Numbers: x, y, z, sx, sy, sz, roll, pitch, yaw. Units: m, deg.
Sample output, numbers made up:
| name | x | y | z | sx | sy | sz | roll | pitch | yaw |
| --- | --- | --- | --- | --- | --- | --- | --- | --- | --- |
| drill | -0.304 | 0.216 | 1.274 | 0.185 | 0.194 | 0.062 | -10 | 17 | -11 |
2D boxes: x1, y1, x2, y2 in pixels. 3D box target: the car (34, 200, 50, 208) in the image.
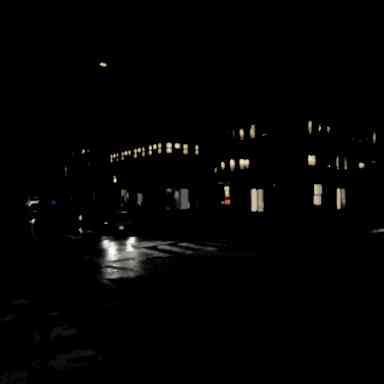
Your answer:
| name | x | y | z | sx | sy | sz | roll | pitch | yaw |
| --- | --- | --- | --- | --- | --- | --- | --- | --- | --- |
| car | -28.004 | 2.184 | 61.928 | 1.887 | 1.381 | 4.507 | -2 | 0 | -35 |

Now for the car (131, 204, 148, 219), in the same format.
| name | x | y | z | sx | sy | sz | roll | pitch | yaw |
| --- | --- | --- | --- | --- | --- | --- | --- | --- | --- |
| car | -5.556 | 1.768 | 30.348 | 2.008 | 1.369 | 4.403 | -2 | 0 | -35 |

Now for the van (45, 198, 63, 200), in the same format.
| name | x | y | z | sx | sy | sz | roll | pitch | yaw |
| --- | --- | --- | --- | --- | --- | --- | --- | --- | --- |
| van | -21.595 | 1.864 | 52.905 | 1.690 | 1.788 | 3.998 | -2 | 0 | -35 |

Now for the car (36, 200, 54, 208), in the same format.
| name | x | y | z | sx | sy | sz | roll | pitch | yaw |
| --- | --- | --- | --- | --- | --- | --- | --- | --- | --- |
| car | -16.419 | 1.939 | 35.663 | 1.812 | 1.442 | 4.674 | -1 | 0 | -35 |

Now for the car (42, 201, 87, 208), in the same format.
| name | x | y | z | sx | sy | sz | roll | pitch | yaw |
| --- | --- | --- | --- | --- | --- | --- | --- | --- | --- |
| car | -10.702 | 1.780 | 27.608 | 1.882 | 1.535 | 5.008 | -1 | 0 | -35 |

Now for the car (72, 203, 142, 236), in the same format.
| name | x | y | z | sx | sy | sz | roll | pitch | yaw |
| --- | --- | --- | --- | --- | --- | --- | --- | --- | --- |
| car | -5.202 | 1.686 | 19.871 | 2.128 | 1.511 | 4.902 | -1 | 0 | -35 |

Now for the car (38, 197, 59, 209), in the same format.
| name | x | y | z | sx | sy | sz | roll | pitch | yaw |
| --- | --- | --- | --- | --- | --- | --- | --- | --- | --- |
| car | -24.803 | 1.896 | 57.416 | 2.192 | 1.841 | 5.009 | -2 | 0 | -35 |

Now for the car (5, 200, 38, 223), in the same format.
| name | x | y | z | sx | sy | sz | roll | pitch | yaw |
| --- | --- | --- | --- | --- | --- | --- | --- | --- | --- |
| car | -15.594 | 1.831 | 30.002 | 1.967 | 1.590 | 4.097 | -2 | 0 | -35 |

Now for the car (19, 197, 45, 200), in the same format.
| name | x | y | z | sx | sy | sz | roll | pitch | yaw |
| --- | --- | --- | --- | --- | --- | --- | --- | --- | --- |
| car | -27.044 | 1.840 | 56.115 | 2.150 | 2.045 | 5.566 | -1 | 0 | -35 |

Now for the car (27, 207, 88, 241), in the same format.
| name | x | y | z | sx | sy | sz | roll | pitch | yaw |
| --- | --- | --- | --- | --- | --- | --- | --- | --- | --- |
| car | -7.650 | 1.801 | 18.622 | 1.947 | 1.339 | 4.313 | -2 | 0 | -35 |
